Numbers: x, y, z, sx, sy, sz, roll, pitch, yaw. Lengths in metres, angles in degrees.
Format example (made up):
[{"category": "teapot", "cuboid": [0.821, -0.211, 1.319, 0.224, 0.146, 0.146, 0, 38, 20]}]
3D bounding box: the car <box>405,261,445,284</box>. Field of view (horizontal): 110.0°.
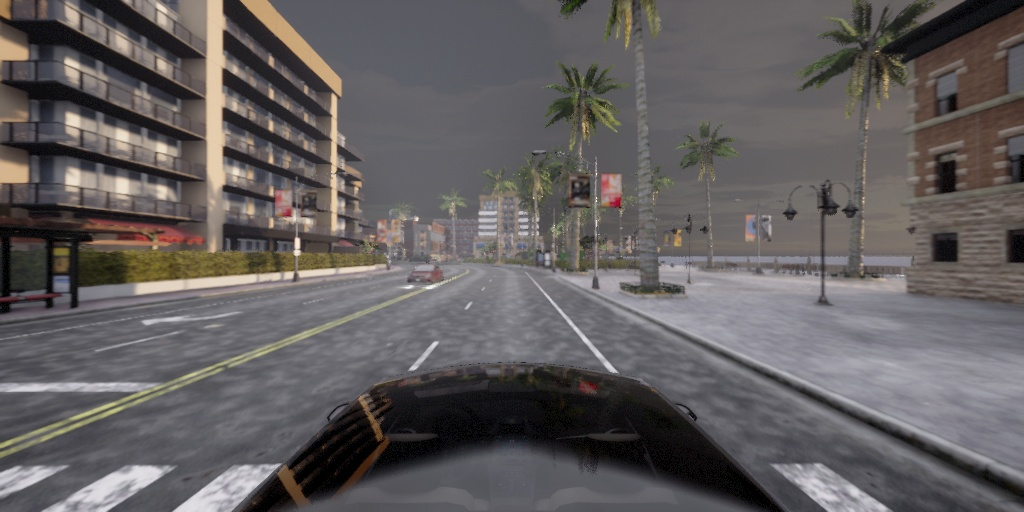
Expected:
[{"category": "car", "cuboid": [-6.363, 1.336, 26.923, 1.812, 1.442, 4.674, 0, 1, 2]}]
